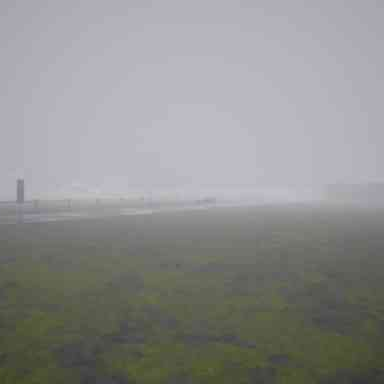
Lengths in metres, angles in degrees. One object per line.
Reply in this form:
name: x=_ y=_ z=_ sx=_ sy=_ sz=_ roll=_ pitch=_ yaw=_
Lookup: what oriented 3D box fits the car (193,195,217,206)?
car: x=2.085 y=1.269 z=51.621 sx=1.882 sy=1.535 sz=5.008 roll=1 pitch=0 yaw=34
